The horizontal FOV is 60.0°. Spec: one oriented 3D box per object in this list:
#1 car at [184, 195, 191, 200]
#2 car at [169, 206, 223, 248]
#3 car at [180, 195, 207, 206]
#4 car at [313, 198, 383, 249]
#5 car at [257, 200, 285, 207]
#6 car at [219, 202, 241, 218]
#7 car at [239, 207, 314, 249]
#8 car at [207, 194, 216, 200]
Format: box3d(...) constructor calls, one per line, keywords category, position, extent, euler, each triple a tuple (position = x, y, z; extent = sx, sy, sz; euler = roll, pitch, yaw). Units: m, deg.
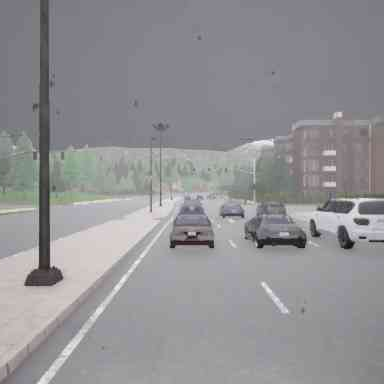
box3d(category="car", position=(-1.279, 1.463, 95.124), extent=(1.812, 1.442, 4.674), euler=(0, 0, 0))
box3d(category="car", position=(0.000, 1.562, 14.612), extent=(2.033, 1.411, 5.357), euler=(0, 0, 0))
box3d(category="car", position=(-0.010, 1.365, 29.618), extent=(2.097, 1.767, 4.553), euler=(0, 0, 0))
box3d(category="car", position=(7.000, 1.257, 14.642), extent=(2.150, 2.045, 5.566), euler=(0, 0, 0))
box3d(category="car", position=(6.990, 1.494, 29.692), extent=(2.128, 1.511, 4.902), euler=(0, 0, 0))
box3d(category="car", position=(3.490, 1.571, 29.670), extent=(1.994, 1.385, 4.181), euler=(0, 0, 0))
box3d(category="car", position=(3.500, 1.571, 14.612), extent=(1.994, 1.385, 4.181), euler=(0, 0, 0))
box3d(category="car", position=(5.721, 1.479, 95.153), extent=(2.033, 1.411, 5.357), euler=(0, 0, 0))
